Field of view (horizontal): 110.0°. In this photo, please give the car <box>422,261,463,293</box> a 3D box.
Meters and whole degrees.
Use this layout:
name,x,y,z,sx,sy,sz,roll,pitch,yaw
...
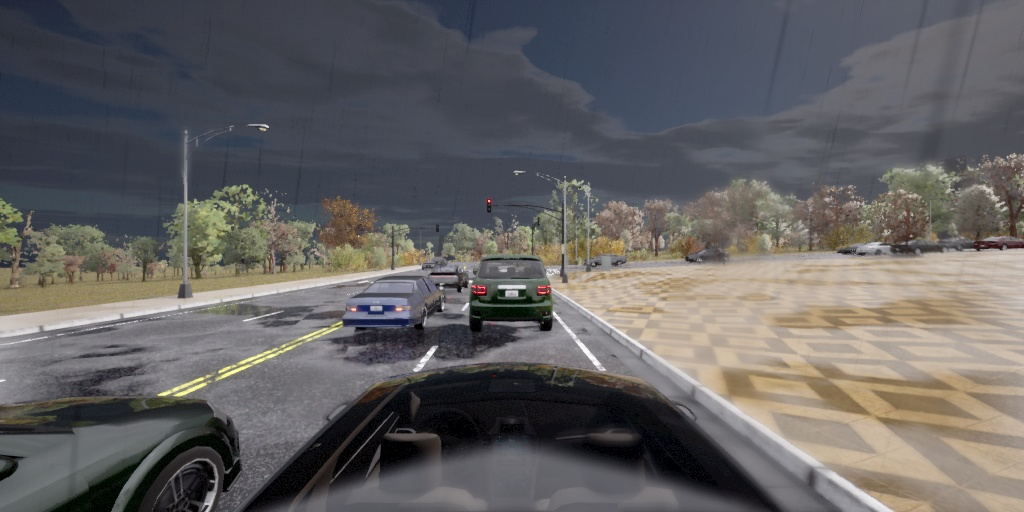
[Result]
name,x,y,z,sx,sy,sz,roll,pitch,yaw
car,-3.617,1.257,20.839,2.128,1.511,4.902,0,0,0

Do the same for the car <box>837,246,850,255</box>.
name,x,y,z,sx,sy,sz,roll,pitch,yaw
car,42.101,-0.853,42.986,5.357,1.411,2.033,-3,0,-5

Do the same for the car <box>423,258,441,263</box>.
name,x,y,z,sx,sy,sz,roll,pitch,yaw
car,-12.527,1.407,54.823,1.994,1.385,4.181,0,0,-5

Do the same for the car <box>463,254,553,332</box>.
name,x,y,z,sx,sy,sz,roll,pitch,yaw
car,-0.060,0.977,11.089,2.150,2.045,5.566,0,0,-1

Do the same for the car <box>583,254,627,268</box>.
name,x,y,z,sx,sy,sz,roll,pitch,yaw
car,10.551,0.519,40.769,4.902,1.511,2.128,-3,0,-3

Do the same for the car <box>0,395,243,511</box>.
name,x,y,z,sx,sy,sz,roll,pitch,yaw
car,-3.170,1.314,1.157,1.994,1.385,4.181,0,0,0

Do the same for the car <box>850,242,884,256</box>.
name,x,y,z,sx,sy,sz,roll,pitch,yaw
car,40.587,-0.804,39.485,4.674,1.442,1.812,-3,0,-6

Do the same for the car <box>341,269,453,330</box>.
name,x,y,z,sx,sy,sz,roll,pitch,yaw
car,-3.308,1.303,11.092,2.033,1.411,5.357,0,0,-1

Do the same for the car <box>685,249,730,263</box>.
name,x,y,z,sx,sy,sz,roll,pitch,yaw
car,22.504,-0.012,41.411,4.892,1.490,1.837,-3,0,-4

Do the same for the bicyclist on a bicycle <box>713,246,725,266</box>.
name,x,y,z,sx,sy,sz,roll,pitch,yaw
bicyclist on a bicycle,17.409,0.005,30.187,0.582,1.620,1.656,-2,0,-3

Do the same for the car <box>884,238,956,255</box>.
name,x,y,z,sx,sy,sz,roll,pitch,yaw
car,41.249,-0.878,36.286,5.008,1.535,1.882,-3,0,-5

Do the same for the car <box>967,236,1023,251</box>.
name,x,y,z,sx,sy,sz,roll,pitch,yaw
car,51.168,-1.315,37.416,5.008,1.535,1.882,-3,0,-7
